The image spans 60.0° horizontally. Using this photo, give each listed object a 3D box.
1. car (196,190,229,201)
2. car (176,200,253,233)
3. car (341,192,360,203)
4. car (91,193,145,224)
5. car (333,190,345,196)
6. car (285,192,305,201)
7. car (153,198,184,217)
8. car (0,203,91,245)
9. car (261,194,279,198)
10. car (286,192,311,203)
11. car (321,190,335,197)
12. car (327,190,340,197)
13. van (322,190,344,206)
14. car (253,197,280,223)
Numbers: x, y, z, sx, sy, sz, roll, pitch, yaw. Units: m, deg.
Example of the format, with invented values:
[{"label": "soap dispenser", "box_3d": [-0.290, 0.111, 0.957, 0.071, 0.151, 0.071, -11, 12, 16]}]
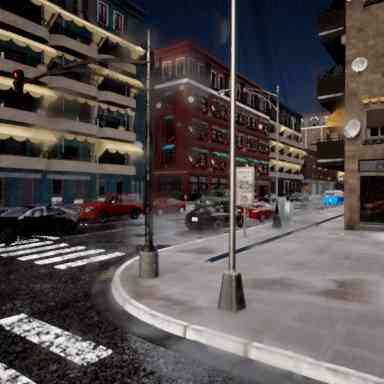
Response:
[{"label": "car", "box_3d": [2.427, 0.811, 29.625, 2.150, 2.045, 5.566, 1, 1, 35]}, {"label": "car", "box_3d": [1.340, 1.347, 18.019, 1.947, 1.339, 4.313, 2, 2, 35]}, {"label": "car", "box_3d": [23.804, 0.764, 49.890, 1.887, 1.381, 4.507, 2, 2, 35]}, {"label": "car", "box_3d": [-5.485, 1.031, 22.872, 2.192, 1.841, 5.009, 2, 2, 35]}, {"label": "car", "box_3d": [36.232, 0.256, 82.070, 1.802, 1.307, 4.206, 2, 2, 35]}, {"label": "car", "box_3d": [16.977, 0.719, 54.751, 1.947, 1.339, 4.313, 2, 2, 35]}, {"label": "car", "box_3d": [-2.278, 1.180, 27.431, 1.887, 1.381, 4.507, 2, 2, 35]}, {"label": "car", "box_3d": [-7.362, 1.354, 15.104, 2.128, 1.511, 4.902, 0, 2, 30]}, {"label": "car", "box_3d": [10.559, 0.880, 45.644, 1.947, 1.339, 4.313, 2, 2, 35]}, {"label": "car", "box_3d": [15.795, 0.805, 48.428, 2.033, 1.411, 5.357, 1, 1, 35]}, {"label": "car", "box_3d": [29.814, 0.378, 72.963, 1.887, 1.381, 4.507, 2, 2, 35]}, {"label": "car", "box_3d": [33.023, 0.335, 77.517, 1.802, 1.307, 4.206, 2, 2, 35]}, {"label": "van", "box_3d": [17.388, 0.721, 40.780, 1.690, 1.788, 3.998, 2, 2, 35]}, {"label": "car", "box_3d": [4.549, 1.283, 22.572, 1.802, 1.307, 4.206, 2, 2, 35]}]
